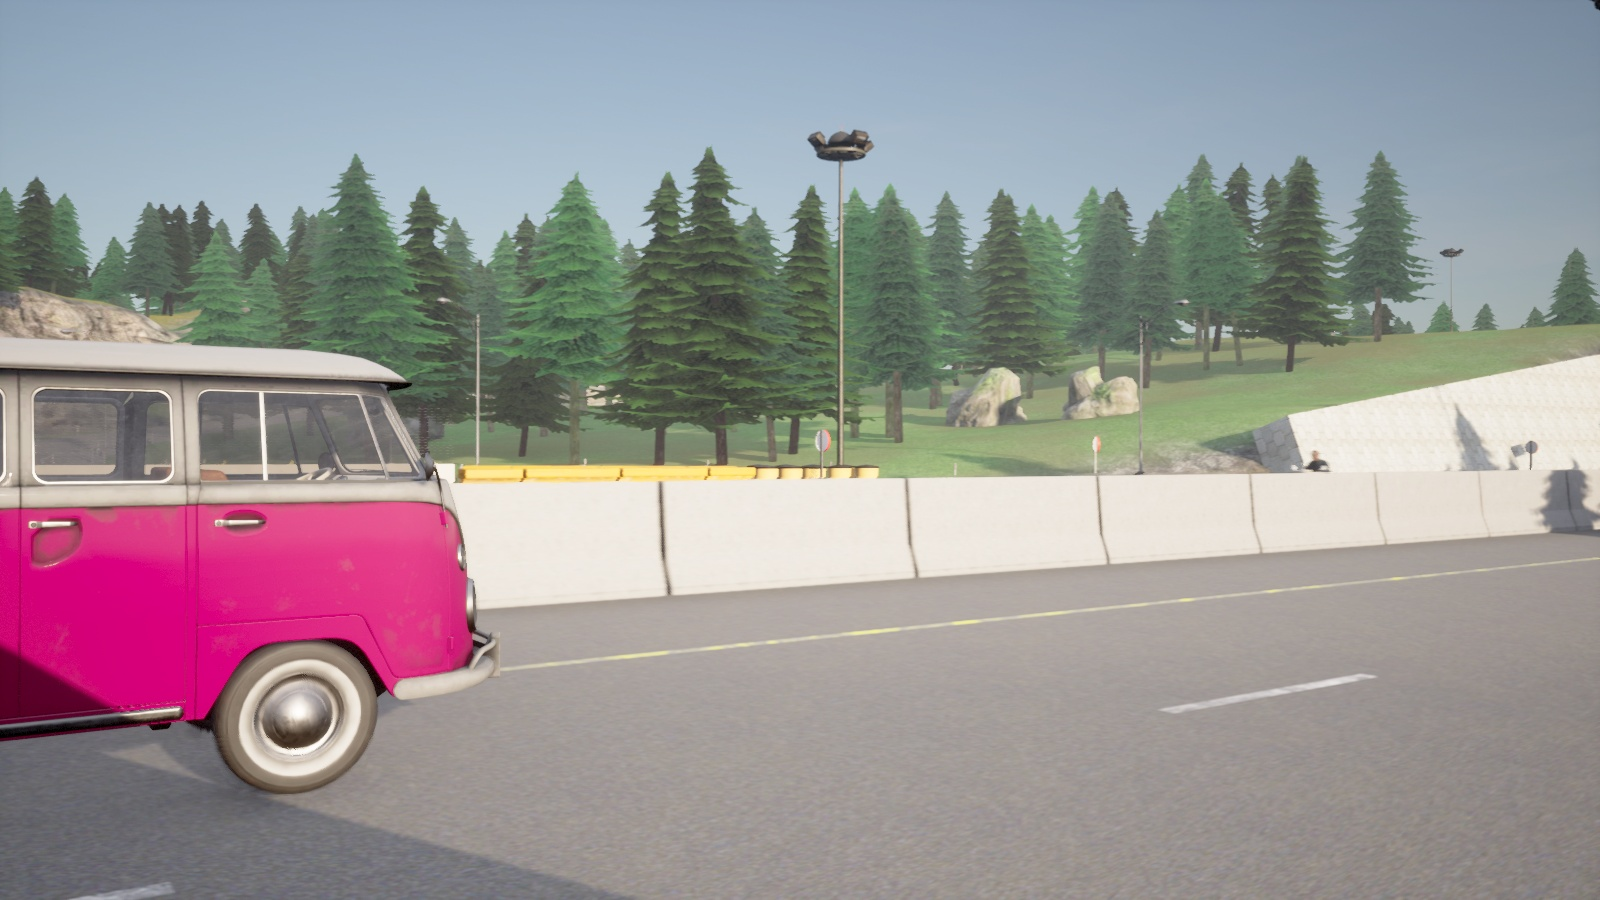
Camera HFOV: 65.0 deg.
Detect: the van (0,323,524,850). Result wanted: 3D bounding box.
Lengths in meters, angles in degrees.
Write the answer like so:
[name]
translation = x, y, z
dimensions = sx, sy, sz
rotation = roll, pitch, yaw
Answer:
[van]
translation = -3.638, 0.518, 5.392
dimensions = 4.442, 1.987, 1.775
rotation = 0, 0, -35
